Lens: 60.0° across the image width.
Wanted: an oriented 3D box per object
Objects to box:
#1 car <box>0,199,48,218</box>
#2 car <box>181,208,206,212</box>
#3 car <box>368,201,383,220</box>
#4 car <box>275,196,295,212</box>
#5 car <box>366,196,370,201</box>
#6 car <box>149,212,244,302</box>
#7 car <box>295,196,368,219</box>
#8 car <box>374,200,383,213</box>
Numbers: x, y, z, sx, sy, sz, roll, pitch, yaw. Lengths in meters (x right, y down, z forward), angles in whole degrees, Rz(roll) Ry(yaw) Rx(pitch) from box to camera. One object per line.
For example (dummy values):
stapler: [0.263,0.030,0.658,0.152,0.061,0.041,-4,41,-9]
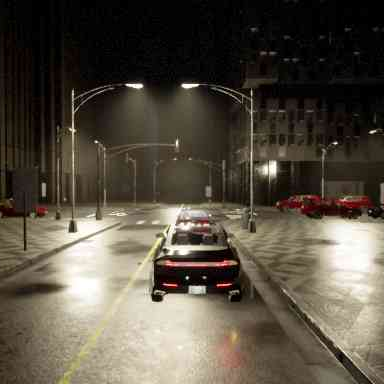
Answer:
car: [-14.964,1.567,29.021,4.507,1.381,1.887,0,1,0]
car: [0.074,1.550,17.932,2.033,1.411,5.357,0,0,0]
car: [17.720,1.741,29.171,4.313,1.339,1.947,0,1,0]
car: [12.049,1.324,37.666,5.009,1.841,2.192,0,1,0]
car: [17.692,1.353,37.692,5.009,1.841,2.192,0,1,0]
car: [0.087,1.490,8.223,2.128,1.511,4.902,0,0,0]
car: [12.078,1.462,29.142,5.009,1.841,2.192,0,1,0]
car: [23.334,1.633,37.720,4.313,1.339,1.947,0,1,0]
